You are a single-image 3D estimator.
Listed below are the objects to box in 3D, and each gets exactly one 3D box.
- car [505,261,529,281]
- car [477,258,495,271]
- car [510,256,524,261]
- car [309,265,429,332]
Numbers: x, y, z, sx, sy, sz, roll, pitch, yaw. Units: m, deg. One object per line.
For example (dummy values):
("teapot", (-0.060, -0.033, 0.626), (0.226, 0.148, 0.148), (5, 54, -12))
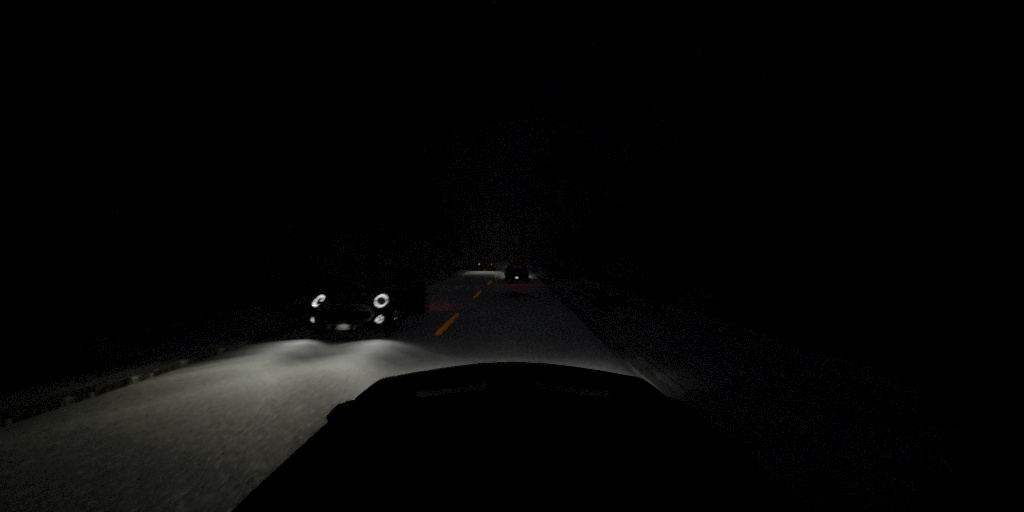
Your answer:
("car", (0.398, 1.356, 29.620), (1.895, 1.301, 4.718), (0, 0, 1))
("car", (-3.513, 1.116, 48.800), (2.097, 1.767, 4.553), (0, 0, 1))
("car", (0.828, 0.983, 62.827), (2.150, 2.045, 5.566), (0, 0, 1))
("car", (-4.018, 1.108, 10.823), (2.097, 1.767, 4.553), (0, 0, 1))
